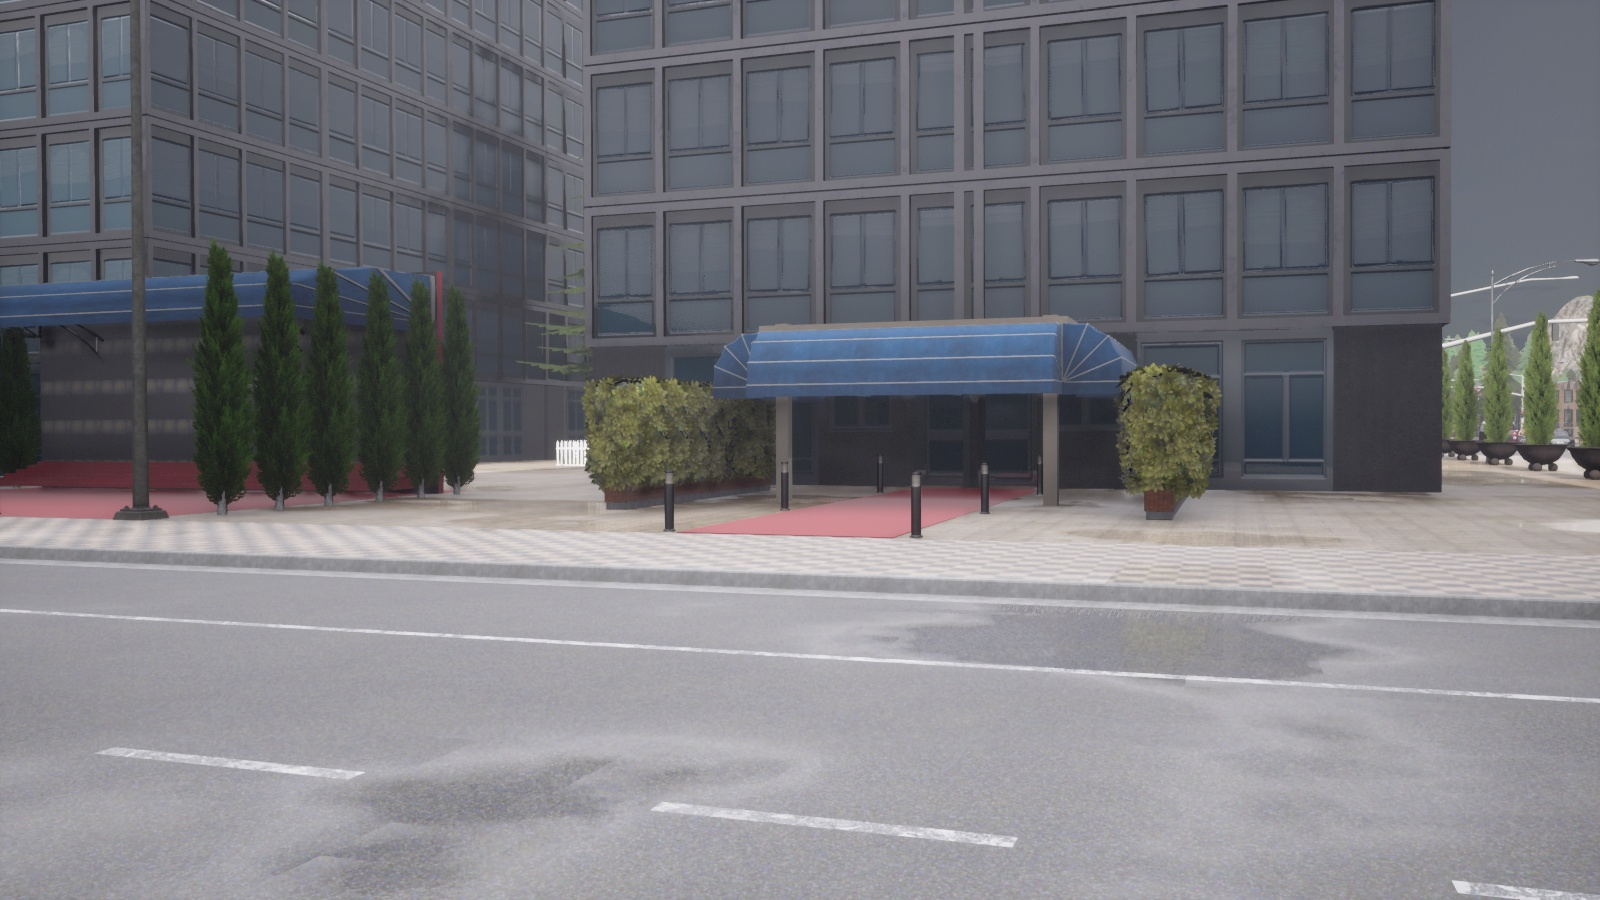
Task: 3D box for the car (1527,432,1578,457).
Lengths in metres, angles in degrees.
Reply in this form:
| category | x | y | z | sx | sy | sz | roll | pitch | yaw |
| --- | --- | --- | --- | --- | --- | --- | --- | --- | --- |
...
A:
| category | x | y | z | sx | sy | sz | roll | pitch | yaw |
| --- | --- | --- | --- | --- | --- | --- | --- | --- | --- |
| car | 50.862 | -0.413 | 84.987 | 2.033 | 1.649 | 4.856 | 1 | 1 | 19 |

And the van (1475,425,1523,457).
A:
| category | x | y | z | sx | sy | sz | roll | pitch | yaw |
| --- | --- | --- | --- | --- | --- | --- | --- | --- | --- |
| van | 47.010 | -0.628 | 84.558 | 2.069 | 2.038 | 4.480 | 1 | 1 | 19 |
